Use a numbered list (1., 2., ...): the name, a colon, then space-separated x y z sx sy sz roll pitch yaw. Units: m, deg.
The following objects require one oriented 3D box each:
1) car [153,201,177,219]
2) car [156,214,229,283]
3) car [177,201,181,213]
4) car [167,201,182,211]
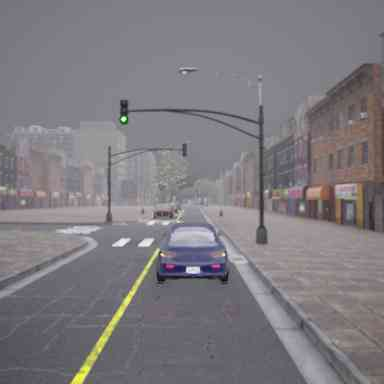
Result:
1. car: -2.879 1.924 34.865 1.882 1.535 5.008 0 -1 0
2. car: -0.007 1.618 9.829 1.812 1.442 4.674 0 0 -1
3. car: -2.866 2.139 44.851 1.812 1.442 4.674 0 -1 0
4. car: -2.858 2.289 55.666 2.128 1.511 4.902 0 -1 0
